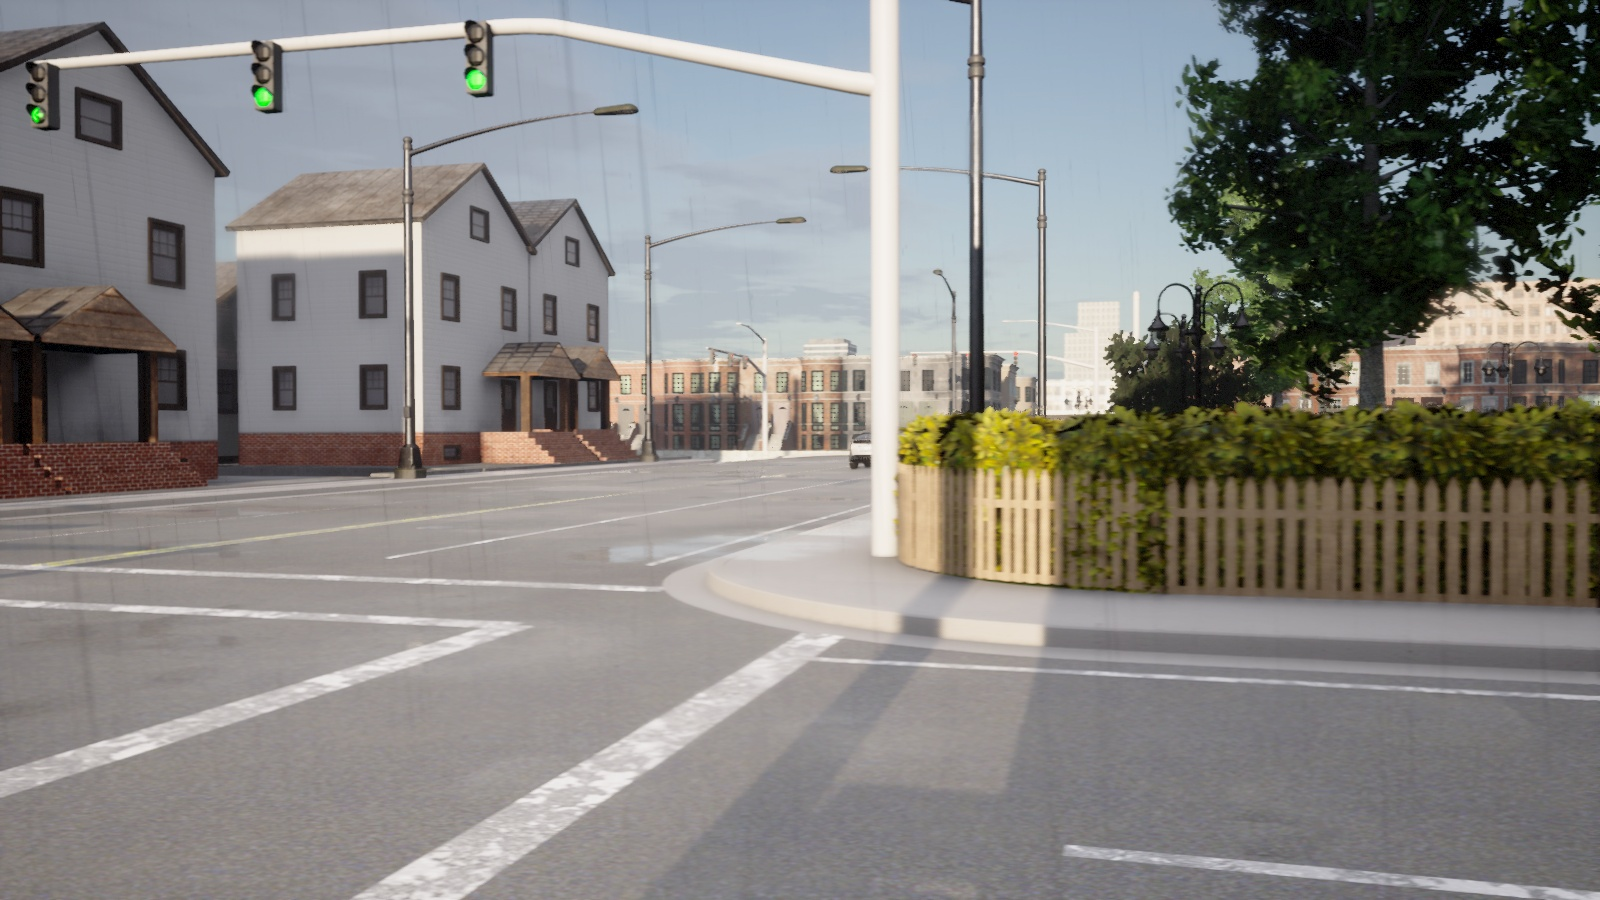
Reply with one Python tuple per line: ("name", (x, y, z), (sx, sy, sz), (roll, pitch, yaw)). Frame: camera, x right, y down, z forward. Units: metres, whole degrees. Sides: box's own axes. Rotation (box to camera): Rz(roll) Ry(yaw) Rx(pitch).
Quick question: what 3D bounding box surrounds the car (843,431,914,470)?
("car", (3.314, -0.024, 52.201), (2.007, 1.525, 4.514), (0, 1, 16))
